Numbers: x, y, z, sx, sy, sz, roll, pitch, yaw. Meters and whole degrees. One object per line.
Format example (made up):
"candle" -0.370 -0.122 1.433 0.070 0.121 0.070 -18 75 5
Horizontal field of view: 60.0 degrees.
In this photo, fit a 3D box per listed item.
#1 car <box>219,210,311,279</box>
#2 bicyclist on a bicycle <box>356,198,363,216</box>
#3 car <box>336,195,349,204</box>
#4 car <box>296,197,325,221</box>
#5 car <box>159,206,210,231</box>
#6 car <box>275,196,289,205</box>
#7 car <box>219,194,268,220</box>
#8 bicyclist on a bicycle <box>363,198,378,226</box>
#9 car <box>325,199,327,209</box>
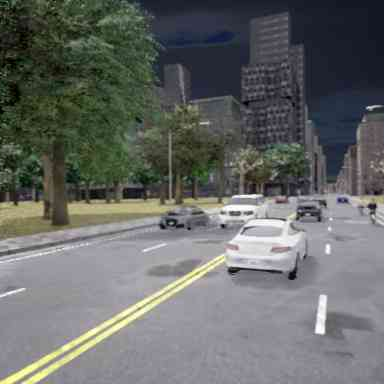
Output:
"car" 2.364 1.501 9.997 1.812 1.442 4.674 -1 0 23
"bicyclist on a bicycle" 15.200 1.312 29.902 0.866 1.612 1.509 -1 0 23
"car" 27.007 1.305 59.769 1.882 1.535 5.008 -1 0 23
"car" 9.463 1.425 26.734 1.837 1.490 4.892 -1 0 23
"car" -0.400 1.567 20.639 1.994 1.385 4.181 -1 0 23
"car" 16.040 1.396 59.244 1.882 1.535 5.008 -1 0 24
"car" 3.479 1.191 21.466 2.150 2.045 5.566 -1 0 23
"bicyclist on a bicycle" 11.573 1.267 21.355 0.659 1.776 1.843 -1 0 23
"car" 16.825 1.362 44.087 1.882 1.535 5.008 -1 0 23
